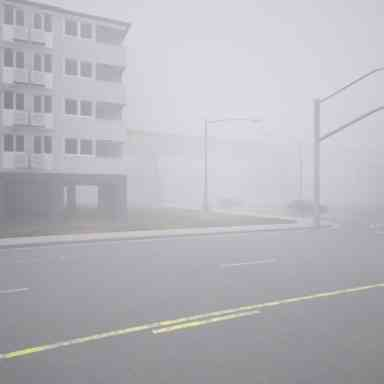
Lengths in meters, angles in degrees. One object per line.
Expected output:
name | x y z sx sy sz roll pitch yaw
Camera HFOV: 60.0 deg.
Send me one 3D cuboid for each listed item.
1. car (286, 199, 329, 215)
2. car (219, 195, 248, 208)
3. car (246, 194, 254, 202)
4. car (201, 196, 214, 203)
car | 12.020 1.505 34.844 1.837 1.490 4.892 0 0 -25
car | 5.646 1.501 48.519 1.837 1.490 4.892 0 1 -24
car | 11.118 1.540 75.343 2.033 1.411 5.357 0 0 41
car | 3.194 1.578 67.431 2.033 1.411 5.357 0 0 15
